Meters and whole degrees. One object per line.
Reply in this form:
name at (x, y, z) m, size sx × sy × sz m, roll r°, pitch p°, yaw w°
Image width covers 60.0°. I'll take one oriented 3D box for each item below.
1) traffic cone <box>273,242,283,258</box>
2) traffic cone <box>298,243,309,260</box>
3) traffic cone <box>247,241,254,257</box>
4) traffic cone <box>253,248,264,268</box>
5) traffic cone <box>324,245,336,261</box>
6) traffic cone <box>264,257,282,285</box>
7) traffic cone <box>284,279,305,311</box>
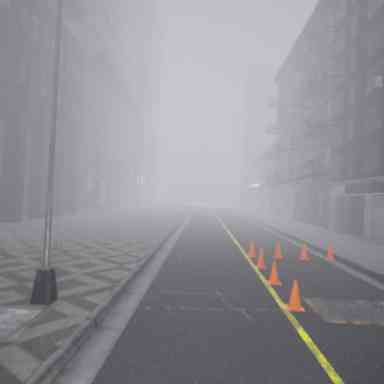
traffic cone at (3.345, 2.248, 12.920) m, size 0.340 × 0.580 × 0.340 m, roll 2°, pitch -1°, yaw 2°
traffic cone at (4.343, 2.289, 12.888) m, size 0.340 × 0.580 × 0.340 m, roll 2°, pitch -1°, yaw 2°
traffic cone at (2.346, 2.207, 12.953) m, size 0.340 × 0.580 × 0.340 m, roll 2°, pitch -1°, yaw 2°
traffic cone at (2.282, 2.180, 10.955) m, size 0.340 × 0.580 × 0.340 m, roll 2°, pitch -1°, yaw 2°
traffic cone at (5.342, 2.330, 12.855) m, size 0.340 × 0.580 × 0.340 m, roll 2°, pitch -1°, yaw 2°
traffic cone at (2.217, 2.153, 8.956) m, size 0.340 × 0.580 × 0.340 m, roll 2°, pitch -1°, yaw 2°
traffic cone at (2.153, 2.127, 6.957) m, size 0.340 × 0.580 × 0.340 m, roll 2°, pitch -1°, yaw 2°
